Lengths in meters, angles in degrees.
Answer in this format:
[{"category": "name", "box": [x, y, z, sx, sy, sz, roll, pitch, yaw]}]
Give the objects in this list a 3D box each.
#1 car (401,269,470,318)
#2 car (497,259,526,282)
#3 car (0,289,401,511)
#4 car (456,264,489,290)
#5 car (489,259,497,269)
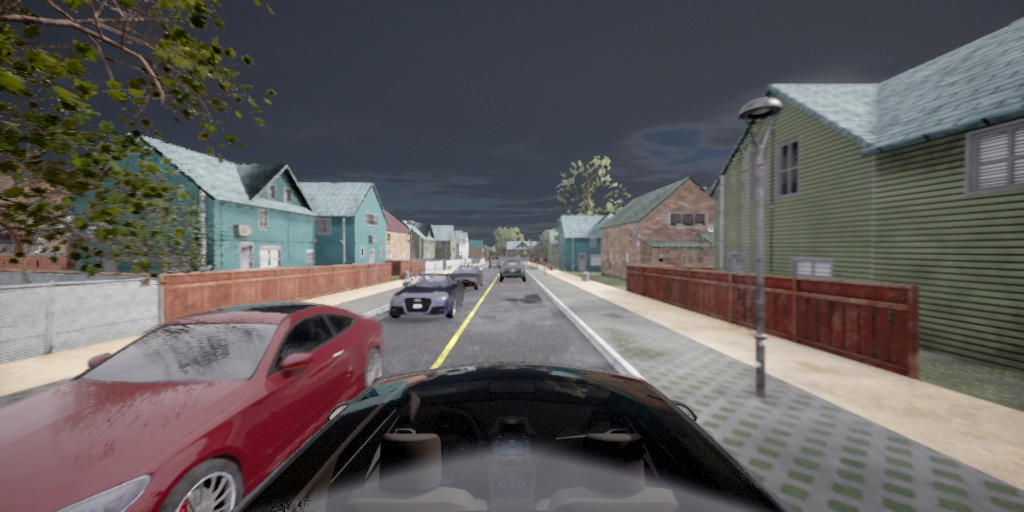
[{"category": "car", "box": [-2.852, 1.326, 12.848, 1.994, 1.385, 4.181, 0, 0, 0]}, {"category": "car", "box": [0.059, 1.123, 29.808, 2.097, 1.767, 4.553, 0, 0, 0]}, {"category": "car", "box": [-2.836, 1.281, 3.797, 1.812, 1.442, 4.674, 0, 0, 0]}, {"category": "car", "box": [-2.834, 1.316, 22.906, 2.033, 1.411, 5.357, 0, 0, 1]}, {"category": "car", "box": [-2.876, 1.292, 59.380, 2.128, 1.511, 4.902, 0, 0, 0]}]
